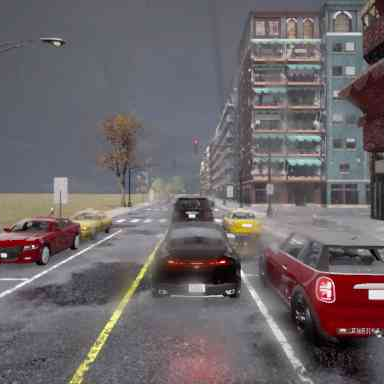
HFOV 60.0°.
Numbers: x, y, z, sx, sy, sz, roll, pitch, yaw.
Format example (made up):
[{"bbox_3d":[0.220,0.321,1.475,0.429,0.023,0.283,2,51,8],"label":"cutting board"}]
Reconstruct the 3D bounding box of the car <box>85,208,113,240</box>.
[{"bbox_3d":[-5.318,1.530,17.019,1.752,1.417,4.829,1,0,0],"label":"car"}]

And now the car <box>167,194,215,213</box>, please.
[{"bbox_3d":[0.068,1.226,18.345,2.150,2.045,5.566,0,0,1],"label":"car"}]

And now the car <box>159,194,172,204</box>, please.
[{"bbox_3d":[-5.351,1.334,66.630,2.192,1.841,5.009,1,0,0],"label":"car"}]

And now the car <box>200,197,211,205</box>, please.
[{"bbox_3d":[2.530,1.599,61.458,1.802,1.307,4.206,1,0,0],"label":"car"}]

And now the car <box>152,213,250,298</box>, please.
[{"bbox_3d":[0.093,1.507,8.491,1.837,1.490,4.892,0,0,0],"label":"car"}]

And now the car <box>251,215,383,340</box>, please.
[{"bbox_3d":[2.571,1.442,6.532,1.967,1.590,4.097,1,0,0],"label":"car"}]

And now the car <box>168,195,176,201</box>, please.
[{"bbox_3d":[-5.370,1.609,89.246,1.802,1.307,4.206,1,0,0],"label":"car"}]

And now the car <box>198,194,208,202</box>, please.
[{"bbox_3d":[2.521,1.338,78.441,2.192,1.841,5.009,1,0,0],"label":"car"}]

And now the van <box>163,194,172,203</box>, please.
[{"bbox_3d":[-5.355,1.362,72.284,1.690,1.788,3.998,1,0,0],"label":"van"}]

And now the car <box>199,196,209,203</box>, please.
[{"bbox_3d":[2.522,1.587,72.780,1.947,1.339,4.313,1,0,0],"label":"car"}]

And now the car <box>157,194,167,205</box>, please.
[{"bbox_3d":[-5.348,1.457,60.975,1.967,1.590,4.097,1,0,0],"label":"car"}]

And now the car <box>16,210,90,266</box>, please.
[{"bbox_3d":[-5.315,1.548,11.653,1.887,1.381,4.507,1,0,0],"label":"car"}]

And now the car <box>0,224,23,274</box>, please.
[{"bbox_3d":[-5.311,1.552,6.116,2.008,1.369,4.403,1,0,0],"label":"car"}]

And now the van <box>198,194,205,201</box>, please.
[{"bbox_3d":[2.512,1.368,89.763,1.690,1.788,3.998,1,0,0],"label":"van"}]

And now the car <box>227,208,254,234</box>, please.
[{"bbox_3d":[2.562,1.530,17.791,1.752,1.417,4.829,1,0,0],"label":"car"}]

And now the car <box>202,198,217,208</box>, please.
[{"bbox_3d":[2.538,1.565,50.136,2.008,1.369,4.403,1,0,0],"label":"car"}]
